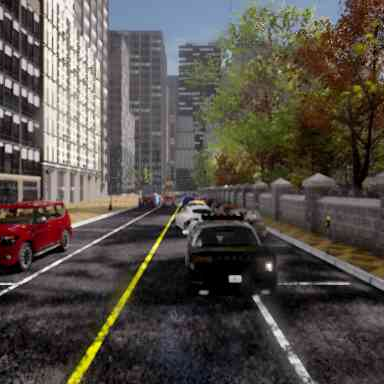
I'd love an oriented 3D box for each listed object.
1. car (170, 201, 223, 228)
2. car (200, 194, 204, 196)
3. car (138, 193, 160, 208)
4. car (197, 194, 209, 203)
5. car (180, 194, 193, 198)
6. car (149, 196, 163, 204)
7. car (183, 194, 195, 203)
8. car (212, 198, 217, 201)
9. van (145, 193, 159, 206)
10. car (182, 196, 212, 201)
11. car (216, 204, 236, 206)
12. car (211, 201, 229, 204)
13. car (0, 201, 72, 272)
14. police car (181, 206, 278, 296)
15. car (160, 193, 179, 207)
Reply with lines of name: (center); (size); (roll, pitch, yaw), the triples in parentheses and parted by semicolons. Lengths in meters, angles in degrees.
car: (0.219, 1.443, 18.411); (1.812, 1.442, 4.674); (0, 0, -13)
car: (2.133, 1.355, 49.560); (1.802, 1.307, 4.206); (0, 0, -1)
car: (-5.840, 1.115, 44.033); (2.192, 1.841, 5.009); (0, 0, -1)
car: (2.027, 1.158, 60.658); (1.967, 1.590, 4.097); (0, 0, -1)
car: (-0.363, 1.268, 45.903); (1.882, 1.535, 5.008); (0, 0, 0)
car: (-5.945, 1.328, 55.115); (1.802, 1.307, 4.206); (0, 0, -1)
car: (-0.567, 1.193, 64.014); (2.128, 1.511, 4.902); (0, 0, -1)
car: (2.345, 1.443, 27.362); (1.947, 1.339, 4.313); (0, 0, -1)
van: (-5.892, 1.114, 49.574); (1.690, 1.788, 3.998); (0, 0, -1)
car: (0.377, 1.345, 24.842); (1.801, 1.575, 5.366); (0, 0, 4)
car: (2.451, 1.478, 16.263); (2.008, 1.369, 4.403); (0, 0, -1)
car: (2.398, 1.484, 21.813); (1.802, 1.307, 4.206); (0, 0, -1)
car: (-5.524, 1.267, 10.786); (2.192, 1.841, 5.009); (0, 0, 0)
police car: (0.780, 1.387, 8.728); (1.930, 1.638, 5.238); (0, 0, 0)
car: (-3.163, 1.312, 46.884); (1.812, 1.442, 4.674); (0, 0, 0)
